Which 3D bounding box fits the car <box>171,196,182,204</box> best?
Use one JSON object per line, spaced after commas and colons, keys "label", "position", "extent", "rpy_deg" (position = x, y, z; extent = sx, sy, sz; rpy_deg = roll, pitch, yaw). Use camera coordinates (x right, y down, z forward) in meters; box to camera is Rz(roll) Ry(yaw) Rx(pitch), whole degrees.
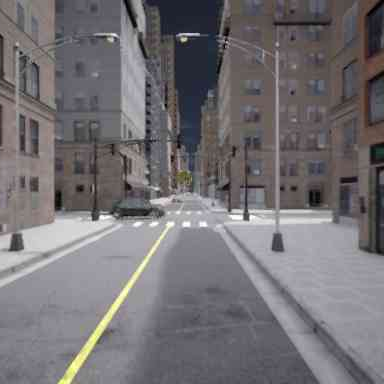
{"label": "car", "position": [-3.006, 1.491, 63.590], "extent": [1.812, 1.442, 4.674], "rpy_deg": [0, 0, 0]}

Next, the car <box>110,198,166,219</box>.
{"label": "car", "position": [-4.453, 1.306, 27.793], "extent": [4.553, 1.767, 2.097], "rpy_deg": [0, 0, 0]}
